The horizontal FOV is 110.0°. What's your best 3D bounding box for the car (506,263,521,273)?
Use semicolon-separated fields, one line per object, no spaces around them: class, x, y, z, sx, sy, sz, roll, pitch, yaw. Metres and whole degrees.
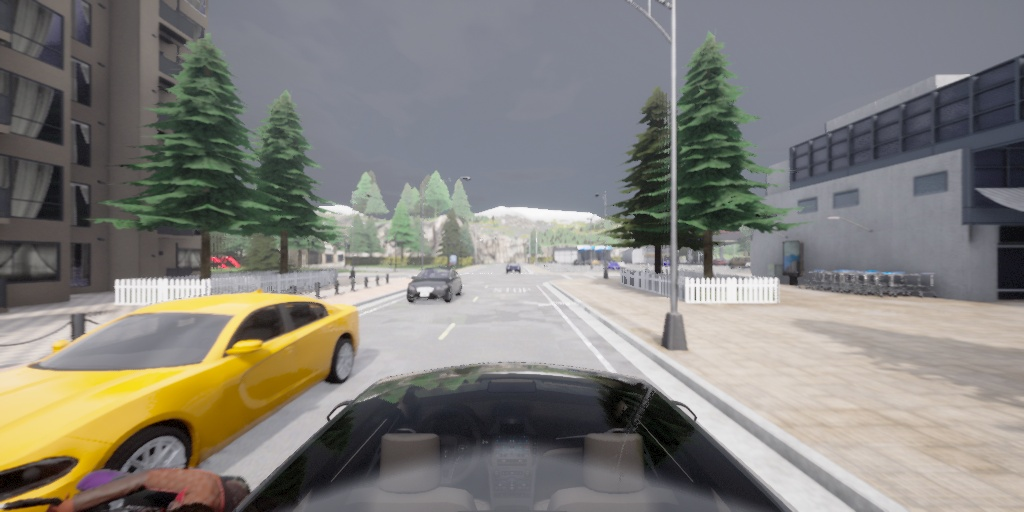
car;0.157;1.492;45.132;1.895;1.301;4.718;0;0;0

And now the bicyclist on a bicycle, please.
bicyclist on a bicycle;-2.072;1.429;1.875;1.620;0.582;1.656;-14;-28;14

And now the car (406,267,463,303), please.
car;-3.513;1.289;16.940;2.128;1.511;4.902;0;0;0

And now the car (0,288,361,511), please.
car;-3.593;1.236;4.277;1.882;1.535;5.008;0;0;0
